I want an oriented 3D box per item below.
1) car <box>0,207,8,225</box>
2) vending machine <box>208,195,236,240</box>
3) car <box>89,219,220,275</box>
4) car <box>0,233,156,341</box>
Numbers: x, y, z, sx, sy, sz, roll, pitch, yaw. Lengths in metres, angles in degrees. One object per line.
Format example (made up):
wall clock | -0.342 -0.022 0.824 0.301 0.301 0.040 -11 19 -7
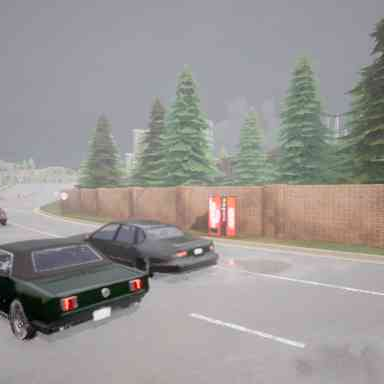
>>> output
car | -14.127 1.547 22.961 2.033 1.411 5.357 0 0 -38
vending machine | 1.481 1.195 16.321 0.880 2.100 1.100 0 0 42
car | -1.761 1.548 10.018 5.357 1.411 2.033 0 0 40
car | -3.091 1.601 6.577 4.718 1.301 1.895 0 0 40
